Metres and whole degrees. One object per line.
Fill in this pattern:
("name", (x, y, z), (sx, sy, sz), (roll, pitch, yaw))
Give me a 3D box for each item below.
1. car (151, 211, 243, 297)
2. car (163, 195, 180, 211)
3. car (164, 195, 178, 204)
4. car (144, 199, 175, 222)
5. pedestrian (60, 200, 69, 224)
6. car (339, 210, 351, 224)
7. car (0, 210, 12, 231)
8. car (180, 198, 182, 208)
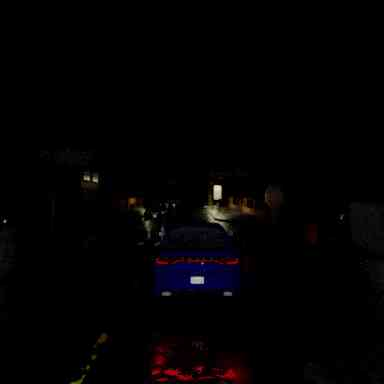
("car", (0.105, 1.492, 8.652), (1.882, 1.535, 5.008), (0, 0, 0))
("car", (-2.803, 1.501, 38.960), (2.097, 1.767, 4.553), (0, -1, 0))
("car", (-4.333, 1.434, 68.146), (2.097, 1.767, 4.553), (1, -1, -16))
("car", (-2.816, 1.574, 27.551), (2.128, 1.511, 4.902), (0, 0, 0))
("pedestrian", (-9.641, 1.453, 25.094), (0.375, 1.860, 0.375), (0, -1, 1))
("car", (12.277, 1.413, 21.863), (4.902, 1.511, 2.128), (-1, -2, 1))
("car", (-13.528, 1.375, 19.273), (5.566, 2.045, 2.150), (-1, -2, 1))
("car", (-2.839, 1.502, 53.006), (2.150, 2.045, 5.566), (0, -1, -1))
